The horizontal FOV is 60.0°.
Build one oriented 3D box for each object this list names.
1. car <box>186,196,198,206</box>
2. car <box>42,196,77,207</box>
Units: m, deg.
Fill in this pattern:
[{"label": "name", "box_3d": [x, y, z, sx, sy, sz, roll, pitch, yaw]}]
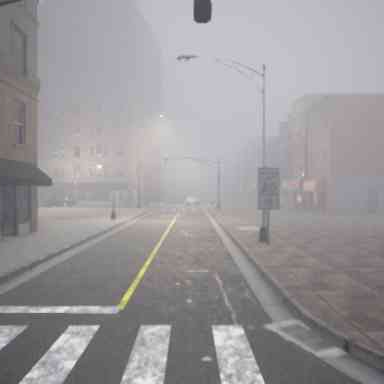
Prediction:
[{"label": "car", "box_3d": [-0.004, 1.358, 52.322, 1.812, 1.442, 4.674, 0, 0, 0]}, {"label": "car", "box_3d": [-19.134, 1.409, 48.047, 4.892, 1.490, 1.837, 0, 0, 9]}]
